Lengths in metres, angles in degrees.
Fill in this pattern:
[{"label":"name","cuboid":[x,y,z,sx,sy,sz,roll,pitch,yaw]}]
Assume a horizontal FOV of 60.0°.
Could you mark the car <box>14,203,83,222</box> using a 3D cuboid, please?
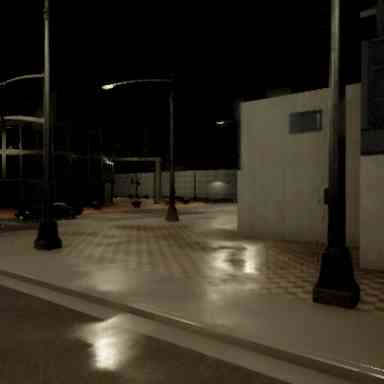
[{"label":"car","cuboid":[-10.888,1.512,25.488,1.895,1.301,4.718,0,0,36]}]
